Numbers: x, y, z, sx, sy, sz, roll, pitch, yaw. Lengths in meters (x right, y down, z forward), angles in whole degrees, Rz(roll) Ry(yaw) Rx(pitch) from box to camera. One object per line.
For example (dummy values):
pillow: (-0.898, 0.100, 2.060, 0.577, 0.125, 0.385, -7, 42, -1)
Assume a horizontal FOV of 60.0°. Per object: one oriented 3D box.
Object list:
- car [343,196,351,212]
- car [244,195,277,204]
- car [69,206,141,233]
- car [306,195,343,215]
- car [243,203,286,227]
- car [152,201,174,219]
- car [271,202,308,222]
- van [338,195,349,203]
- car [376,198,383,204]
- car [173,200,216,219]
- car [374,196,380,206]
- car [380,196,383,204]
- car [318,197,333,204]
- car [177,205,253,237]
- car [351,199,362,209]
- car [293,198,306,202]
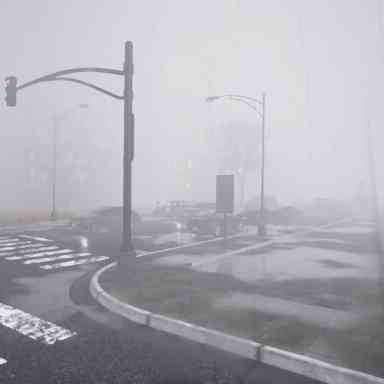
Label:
car: (18.410, 1.721, 42.289, 1.967, 1.590, 4.097, 1, 0, 36)
car: (7.866, 1.366, 37.776, 2.150, 2.045, 5.566, 1, 0, 36)
car: (-5.108, 1.564, 20.147, 1.812, 1.442, 4.674, 1, 0, 36)
car: (15.150, 1.569, 37.796, 2.192, 1.841, 5.009, 1, 0, 36)
car: (4.695, 1.737, 23.495, 1.947, 1.339, 4.313, 1, 0, 36)
car: (-1.638, 1.481, 29.463, 1.967, 1.590, 4.097, 1, 0, 36)
car: (7.939, 1.779, 27.911, 1.802, 1.307, 4.206, 1, 0, 36)
van: (37.911, 1.706, 83.064, 1.690, 1.788, 3.998, 1, 0, 36)
car: (44.663, 2.047, 78.103, 2.008, 1.369, 4.403, 1, 0, 36)
car: (0.894, 1.591, 28.311, 1.837, 1.490, 4.892, 1, 0, 36)
car: (34.902, 1.941, 64.820, 1.752, 1.417, 4.829, 1, 0, 36)
car: (41.379, 1.784, 73.629, 2.192, 1.841, 5.009, 1, 0, 36)
car: (28.048, 1.849, 69.644, 1.947, 1.339, 4.313, 1, 0, 36)
car: (1.448, 1.696, 19.077, 2.008, 1.369, 4.403, 1, 0, 36)
car: (24.941, 1.774, 51.264, 1.967, 1.590, 4.097, 1, 0, 36)
car: (18.086, 1.727, 56.088, 1.752, 1.417, 4.829, 1, 0, 36)
